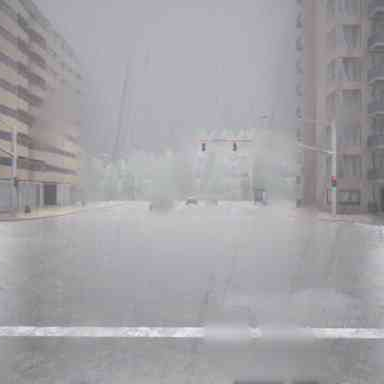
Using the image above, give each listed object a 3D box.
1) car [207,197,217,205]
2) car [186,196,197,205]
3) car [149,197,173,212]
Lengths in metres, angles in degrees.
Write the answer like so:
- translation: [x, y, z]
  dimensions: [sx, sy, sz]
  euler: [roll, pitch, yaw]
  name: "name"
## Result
- translation: [3.700, 1.547, 60.823]
  dimensions: [2.033, 1.411, 5.357]
  euler: [0, 0, 4]
  name: "car"
- translation: [-0.044, 1.526, 60.052]
  dimensions: [1.812, 1.442, 4.674]
  euler: [0, 0, 0]
  name: "car"
- translation: [-3.627, 1.352, 38.321]
  dimensions: [2.097, 1.767, 4.553]
  euler: [0, 0, 0]
  name: "car"
